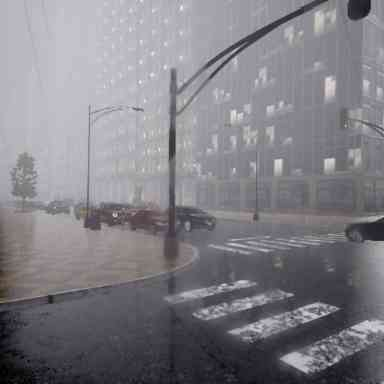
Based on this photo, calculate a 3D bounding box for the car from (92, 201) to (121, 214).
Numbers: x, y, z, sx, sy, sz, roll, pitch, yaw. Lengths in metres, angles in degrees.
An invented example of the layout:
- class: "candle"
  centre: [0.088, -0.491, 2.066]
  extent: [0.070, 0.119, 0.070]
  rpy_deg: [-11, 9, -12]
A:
- class: "car"
  centre: [-10.748, 1.910, 41.602]
  extent: [1.837, 1.490, 4.892]
  rpy_deg: [1, -1, -35]

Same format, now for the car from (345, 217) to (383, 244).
- class: "car"
  centre: [8.750, 1.536, 13.715]
  extent: [1.812, 1.442, 4.674]
  rpy_deg: [0, 0, -35]

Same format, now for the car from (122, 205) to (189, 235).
- class: "car"
  centre: [-2.259, 1.662, 19.371]
  extent: [1.802, 1.307, 4.206]
  rpy_deg: [1, -1, -35]

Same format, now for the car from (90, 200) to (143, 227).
- class: "car"
  centre: [-5.519, 1.575, 24.029]
  extent: [1.967, 1.590, 4.097]
  rpy_deg: [1, -1, -35]

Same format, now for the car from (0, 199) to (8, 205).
- class: "car"
  centre: [-41.378, 2.288, 75.238]
  extent: [2.008, 1.369, 4.403]
  rpy_deg: [1, -1, -35]

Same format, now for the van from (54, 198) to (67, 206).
- class: "van"
  centre: [-27.993, 2.117, 70.735]
  extent: [1.690, 1.788, 3.998]
  rpy_deg: [1, -1, -35]

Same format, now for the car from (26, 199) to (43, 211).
- class: "car"
  centre: [-21.818, 1.959, 47.305]
  extent: [2.008, 1.369, 4.403]
  rpy_deg: [1, -1, -35]

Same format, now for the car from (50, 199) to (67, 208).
- class: "car"
  centre: [-24.653, 2.143, 61.461]
  extent: [1.837, 1.490, 4.892]
  rpy_deg: [1, -1, -35]

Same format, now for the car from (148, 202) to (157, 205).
- class: "car"
  centre: [-5.174, 1.833, 38.145]
  extent: [1.967, 1.590, 4.097]
  rpy_deg: [1, -1, -35]

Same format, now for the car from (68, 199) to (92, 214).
- class: "car"
  centre: [-11.997, 1.817, 37.830]
  extent: [2.128, 1.511, 4.902]
  rpy_deg: [1, -1, -35]

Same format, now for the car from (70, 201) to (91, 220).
- class: "car"
  centre: [-8.681, 1.713, 28.544]
  extent: [1.752, 1.417, 4.829]
  rpy_deg: [1, -1, -35]

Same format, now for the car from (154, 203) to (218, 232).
- class: "car"
  centre: [-0.312, 1.634, 21.119]
  extent: [1.837, 1.490, 4.892]
  rpy_deg: [1, -1, -33]

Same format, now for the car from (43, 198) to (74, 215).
- class: "car"
  centre: [-15.299, 1.739, 37.995]
  extent: [1.967, 1.590, 4.097]
  rpy_deg: [1, -1, -35]

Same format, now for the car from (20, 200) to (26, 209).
- class: "car"
  centre: [-25.078, 2.029, 51.960]
  extent: [1.947, 1.339, 4.313]
  rpy_deg: [1, -1, -35]

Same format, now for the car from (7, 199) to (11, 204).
- class: "car"
  centre: [-34.858, 2.209, 65.927]
  extent: [1.802, 1.307, 4.206]
  rpy_deg: [1, -1, -35]

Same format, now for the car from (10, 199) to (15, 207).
- class: "car"
  centre: [-31.599, 2.123, 61.271]
  extent: [2.008, 1.369, 4.403]
  rpy_deg: [1, -1, -35]

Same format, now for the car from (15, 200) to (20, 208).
- class: "car"
  centre: [-28.338, 2.063, 56.616]
  extent: [1.887, 1.381, 4.507]
  rpy_deg: [1, -1, -35]

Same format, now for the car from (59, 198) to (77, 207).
- class: "car"
  centre: [-24.733, 2.036, 66.079]
  extent: [2.192, 1.841, 5.009]
  rpy_deg: [1, -1, -35]

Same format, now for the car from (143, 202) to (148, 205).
- class: "car"
  centre: [-6.077, 1.731, 29.356]
  extent: [1.837, 1.490, 4.892]
  rpy_deg: [1, -1, -35]

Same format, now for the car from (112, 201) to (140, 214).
- class: "car"
  centre: [-8.531, 1.974, 42.938]
  extent: [1.752, 1.417, 4.829]
  rpy_deg: [1, -1, -35]
